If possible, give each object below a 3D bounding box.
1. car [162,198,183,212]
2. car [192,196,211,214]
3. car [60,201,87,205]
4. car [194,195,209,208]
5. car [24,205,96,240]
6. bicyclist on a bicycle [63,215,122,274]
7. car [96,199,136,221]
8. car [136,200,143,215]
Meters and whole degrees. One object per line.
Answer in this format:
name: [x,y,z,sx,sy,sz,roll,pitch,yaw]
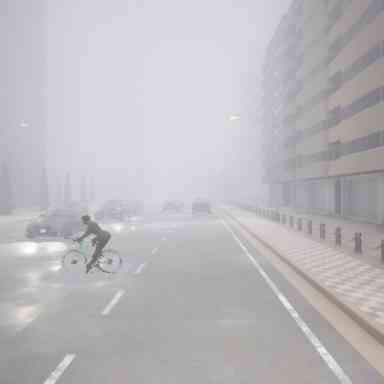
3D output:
car: [-2.406,1.526,38.690,1.812,1.442,4.674,0,0,1]
car: [1.010,1.478,35.427,1.882,1.535,5.008,0,0,1]
car: [-9.891,1.504,27.332,1.837,1.490,4.892,0,0,2]
car: [1.304,1.352,47.419,2.097,1.767,4.553,0,0,1]
car: [-6.681,1.563,16.988,1.994,1.385,4.181,0,0,1]
bicyclist on a bicycle: [-2.738,1.453,9.094,1.656,1.620,0.582,-1,0,2]
car: [-6.311,1.352,27.226,2.097,1.767,4.553,0,0,2]
car: [-6.188,1.478,33.535,1.882,1.535,5.008,0,0,2]
